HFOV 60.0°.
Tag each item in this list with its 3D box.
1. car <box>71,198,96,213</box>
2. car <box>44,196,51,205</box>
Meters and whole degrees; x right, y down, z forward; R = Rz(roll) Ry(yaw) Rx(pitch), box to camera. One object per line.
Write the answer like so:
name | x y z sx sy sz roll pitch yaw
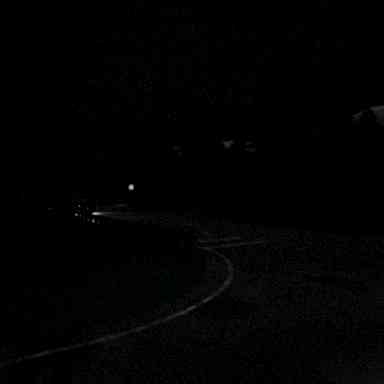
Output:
car | -11.122 1.299 33.517 1.812 1.442 4.674 0 0 -32
car | -19.741 1.171 47.419 1.895 1.301 4.718 0 0 -32
